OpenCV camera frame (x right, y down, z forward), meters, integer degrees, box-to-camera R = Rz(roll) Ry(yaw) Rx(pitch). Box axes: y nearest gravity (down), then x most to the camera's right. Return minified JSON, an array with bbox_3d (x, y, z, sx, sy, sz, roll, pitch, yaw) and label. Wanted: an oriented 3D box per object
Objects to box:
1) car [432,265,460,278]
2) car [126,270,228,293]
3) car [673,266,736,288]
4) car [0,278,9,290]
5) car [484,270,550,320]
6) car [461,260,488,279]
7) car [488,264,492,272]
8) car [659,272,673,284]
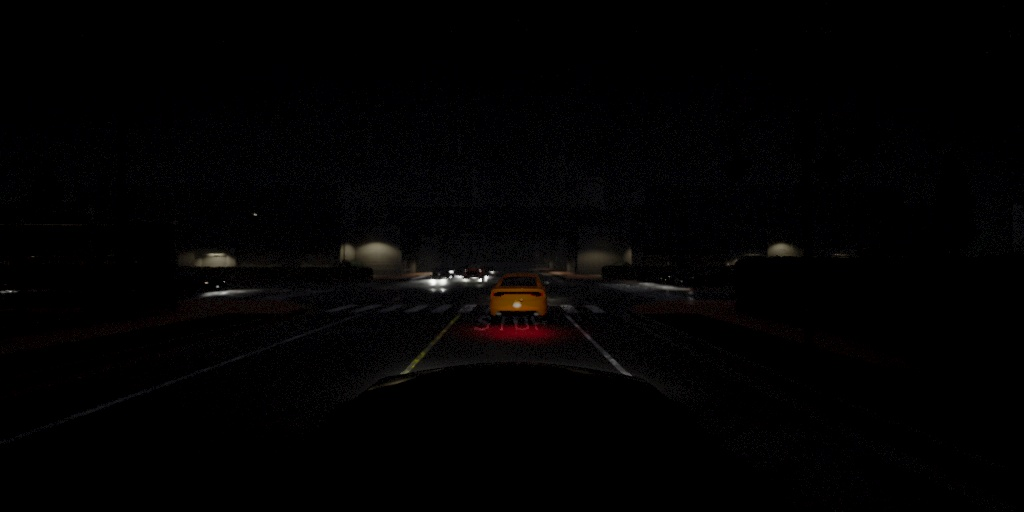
[{"bbox_3d":[-7.813,1.764,41.265,2.128,1.511,4.902,0,-1,2],"label":"car"},{"bbox_3d":[-21.587,1.588,23.091,5.357,1.411,2.033,0,-1,0],"label":"car"},{"bbox_3d":[14.907,1.610,26.637,4.674,1.442,1.812,0,-1,-2],"label":"car"},{"bbox_3d":[-35.680,1.607,23.222,4.181,1.385,1.994,0,-1,1],"label":"car"},{"bbox_3d":[0.375,1.382,13.499,1.882,1.535,5.008,-1,-1,5],"label":"car"},{"bbox_3d":[-4.267,1.624,41.213,2.097,1.767,4.553,0,-1,0],"label":"car"},{"bbox_3d":[-4.271,1.990,50.437,1.895,1.301,4.718,0,-1,0],"label":"car"},{"bbox_3d":[14.972,1.633,30.185,4.892,1.490,1.837,-1,-1,0],"label":"car"}]
